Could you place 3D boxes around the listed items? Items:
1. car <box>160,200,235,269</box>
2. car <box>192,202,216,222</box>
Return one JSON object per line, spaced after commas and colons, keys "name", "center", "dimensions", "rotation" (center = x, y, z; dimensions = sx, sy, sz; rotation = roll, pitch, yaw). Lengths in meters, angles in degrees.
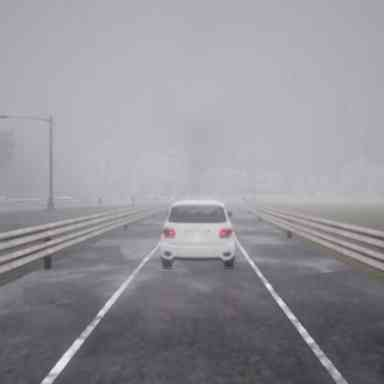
{"name": "car", "center": [0.247, 1.271, 11.530], "dimensions": [2.150, 2.045, 5.566], "rotation": [0, 0, 2]}
{"name": "car", "center": [1.095, 1.641, 28.179], "dimensions": [1.812, 1.442, 4.674], "rotation": [0, 0, 4]}
